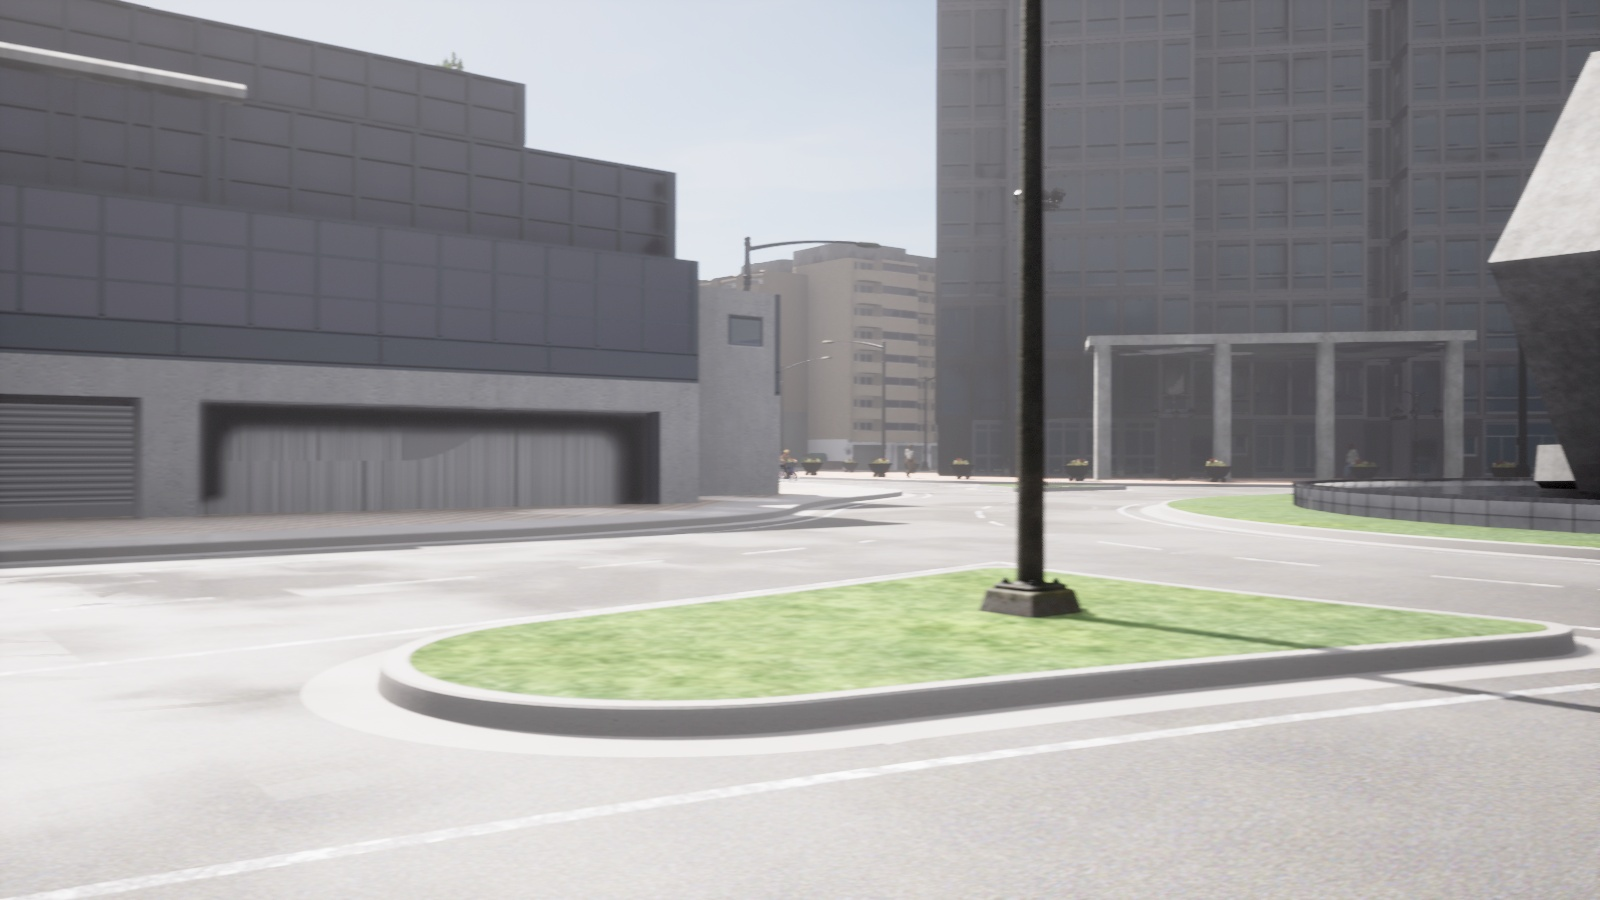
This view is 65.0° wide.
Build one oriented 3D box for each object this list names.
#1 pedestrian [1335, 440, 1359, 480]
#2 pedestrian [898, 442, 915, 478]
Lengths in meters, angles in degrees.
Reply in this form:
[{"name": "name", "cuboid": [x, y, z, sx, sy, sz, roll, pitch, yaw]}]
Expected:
[{"name": "pedestrian", "cuboid": [25.602, 0.462, 58.781, 0.900, 1.855, 0.874, 0, 0, 17]}, {"name": "pedestrian", "cuboid": [5.430, 0.495, 64.114, 0.540, 1.848, 0.694, 0, 0, -39]}]
